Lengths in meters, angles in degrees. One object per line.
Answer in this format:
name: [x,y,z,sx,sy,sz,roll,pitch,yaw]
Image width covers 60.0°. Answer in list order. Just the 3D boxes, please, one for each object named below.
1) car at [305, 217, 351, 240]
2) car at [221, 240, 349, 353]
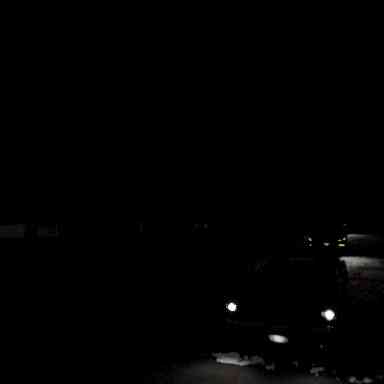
car: [7.318,2.308,17.788,1.837,1.490,4.892,-4,-4,25]
car: [2.216,1.950,6.941,1.895,1.301,4.718,-4,-4,25]
